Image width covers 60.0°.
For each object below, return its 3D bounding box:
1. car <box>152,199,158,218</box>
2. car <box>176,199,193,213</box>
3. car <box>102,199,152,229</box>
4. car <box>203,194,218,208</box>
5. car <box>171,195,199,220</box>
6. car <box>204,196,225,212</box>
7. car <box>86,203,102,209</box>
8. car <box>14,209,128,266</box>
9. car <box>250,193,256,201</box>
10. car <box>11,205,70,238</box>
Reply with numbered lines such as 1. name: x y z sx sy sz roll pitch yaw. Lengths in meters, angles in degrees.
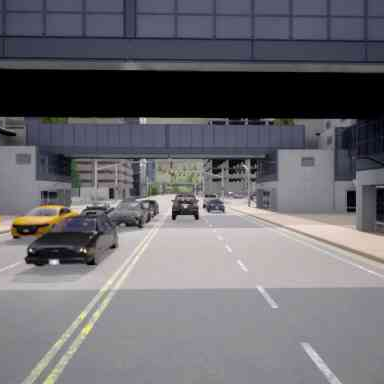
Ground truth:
1. car: -4.149 1.530 27.452 1.812 1.442 4.674 0 0 -1
2. car: -0.834 1.531 37.906 1.812 1.442 4.674 0 0 -1
3. car: -4.100 1.355 21.780 2.097 1.767 4.553 0 0 -1
4. car: 2.813 1.229 47.497 2.150 2.045 5.566 0 0 8
5. car: -0.568 1.226 28.209 2.150 2.045 5.566 0 0 -1
6. car: 2.662 1.531 37.991 1.812 1.442 4.674 0 0 -1
7. car: -7.648 1.568 27.365 1.994 1.385 4.181 0 0 -1
8. car: -3.860 1.549 11.813 2.033 1.411 5.357 0 0 -2
9. car: 14.729 1.165 77.917 1.932 1.855 4.605 0 0 -2
10. car: -7.496 1.480 17.406 1.882 1.535 5.008 0 0 -1
